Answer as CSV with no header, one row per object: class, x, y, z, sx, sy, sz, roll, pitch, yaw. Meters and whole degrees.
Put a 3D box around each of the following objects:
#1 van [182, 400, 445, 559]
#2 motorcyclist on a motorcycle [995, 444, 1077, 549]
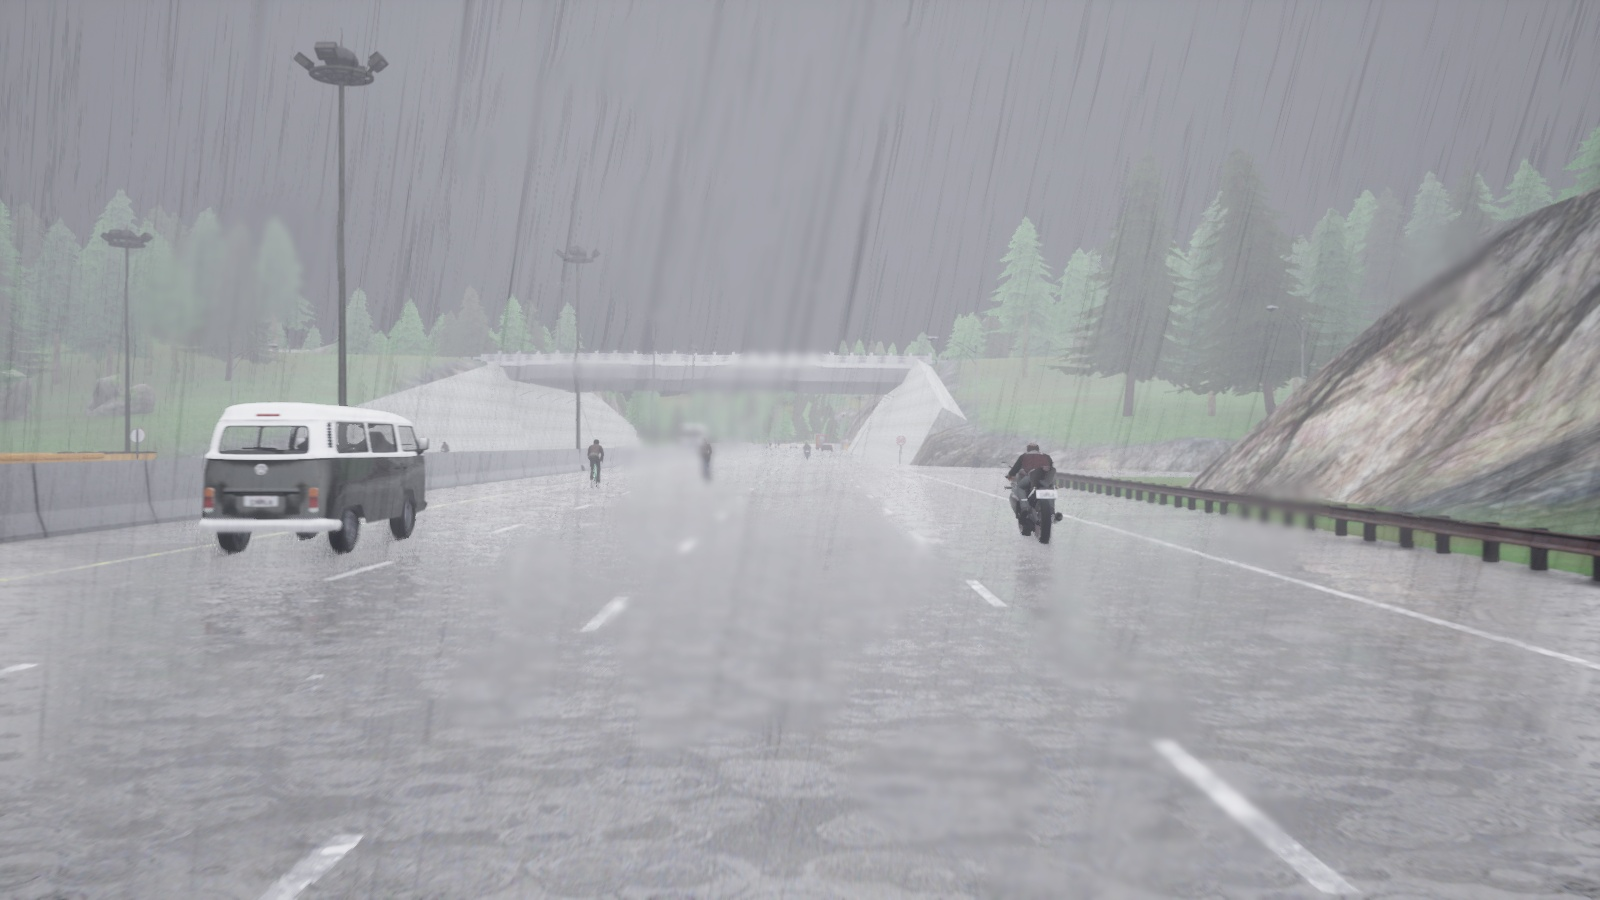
van,-6.880,0.362,18.362,2.069,2.038,4.480,0,1,0
motorcyclist on a motorcycle,3.626,0.675,19.497,0.866,1.530,2.191,0,0,0
